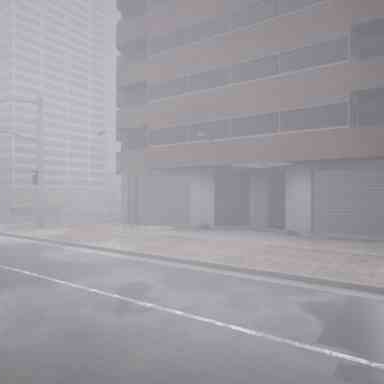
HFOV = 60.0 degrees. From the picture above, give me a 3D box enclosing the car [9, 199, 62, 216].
[{"bbox_3d":[-15.506,1.477,33.117,1.882,1.535,5.008,0,0,35],"label":"car"}]
